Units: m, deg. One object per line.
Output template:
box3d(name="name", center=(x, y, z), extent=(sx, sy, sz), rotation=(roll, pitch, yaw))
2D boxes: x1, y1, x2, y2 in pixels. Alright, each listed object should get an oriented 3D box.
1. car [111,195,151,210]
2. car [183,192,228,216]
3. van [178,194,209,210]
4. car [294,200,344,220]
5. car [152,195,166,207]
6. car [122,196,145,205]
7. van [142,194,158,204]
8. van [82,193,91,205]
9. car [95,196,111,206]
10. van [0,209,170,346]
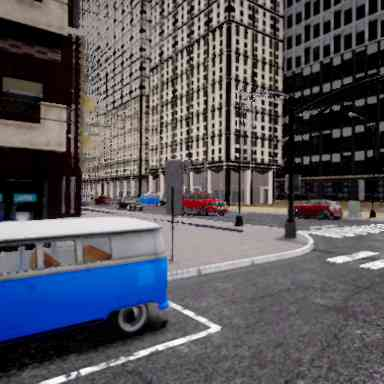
box3d(name="car", center=(-6.683, 1.316, 35.893), extent=(2.008, 1.369, 4.403), rotation=(1, 0, -35))
box3d(name="car", center=(0.841, 1.031, 29.768), extent=(2.150, 2.045, 5.566), rotation=(1, 0, -35))
box3d(name="van", center=(0.154, 1.209, 40.742), extent=(1.690, 1.788, 3.998), rotation=(1, 0, -35))
box3d(name="car", center=(9.959, 1.332, 26.921), extent=(1.967, 1.590, 4.097), rotation=(1, 0, -35))
box3d(name="car", center=(-3.117, 1.411, 45.348), extent=(2.008, 1.369, 4.403), rotation=(1, 0, -35))
box3d(name="car", center=(-9.654, 1.413, 54.562), extent=(1.947, 1.339, 4.313), rotation=(1, 0, -35))
box3d(name="van", center=(-6.383, 1.195, 49.957), extent=(1.690, 1.788, 3.998), rotation=(1, 0, -35))
box3d(name="van", center=(-16.486, 1.086, 49.714), extent=(1.690, 1.788, 3.998), rotation=(1, 0, -35))
box3d(name="car", center=(-12.916, 1.306, 49.259), extent=(1.812, 1.442, 4.674), rotation=(1, 0, -35))
box3d(name="van", center=(-2.281, 1.335, 5.077), extent=(3.998, 1.788, 1.690), rotation=(0, 1, -35))
